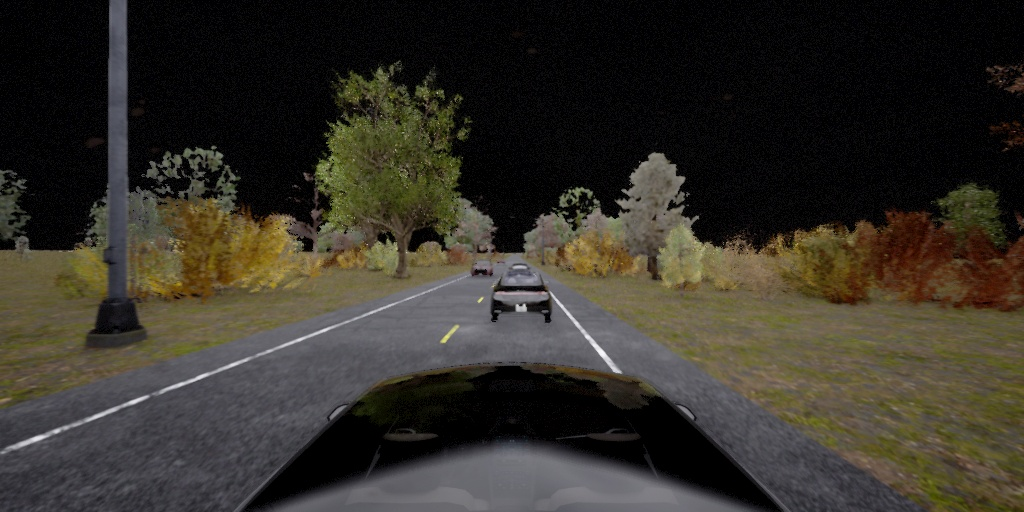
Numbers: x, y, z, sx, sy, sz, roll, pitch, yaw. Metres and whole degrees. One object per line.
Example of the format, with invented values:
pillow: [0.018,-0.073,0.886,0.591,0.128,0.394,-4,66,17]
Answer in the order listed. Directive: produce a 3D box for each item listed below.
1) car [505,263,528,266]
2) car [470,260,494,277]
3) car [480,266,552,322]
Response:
car: [0.634,1.330,29.518,1.812,1.442,4.674,0,0,1]
car: [-2.943,1.170,36.353,2.097,1.767,4.553,0,0,1]
car: [0.308,1.267,12.375,2.128,1.511,4.902,0,0,1]
